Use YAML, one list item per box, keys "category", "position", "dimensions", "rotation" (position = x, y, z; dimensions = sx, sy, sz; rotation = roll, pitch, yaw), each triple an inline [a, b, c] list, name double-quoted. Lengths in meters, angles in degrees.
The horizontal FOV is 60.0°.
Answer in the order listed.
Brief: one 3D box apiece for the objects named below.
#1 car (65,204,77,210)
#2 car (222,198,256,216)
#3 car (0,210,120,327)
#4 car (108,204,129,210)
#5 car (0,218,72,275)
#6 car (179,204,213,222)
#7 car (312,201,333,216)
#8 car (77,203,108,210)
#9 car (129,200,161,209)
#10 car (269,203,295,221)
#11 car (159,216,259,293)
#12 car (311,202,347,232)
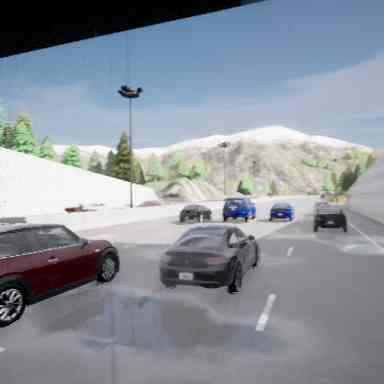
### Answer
- category: "car"
  position: [-15.721, 2.327, 46.808]
  dimensions: [1.895, 1.301, 4.718]
  rotation: [-1, -1, 20]
- category: "car"
  position: [4.237, 1.510, 29.427]
  dimensions: [2.150, 2.045, 5.566]
  rotation: [-1, -1, 20]
- category: "car"
  position: [-3.601, 1.484, 7.677]
  dimensions: [2.097, 1.767, 4.553]
  rotation: [-1, -1, 20]
- category: "car"
  position: [-8.869, 2.226, 45.165]
  dimensions: [1.895, 1.301, 4.718]
  rotation: [-1, -1, 20]
- category: "car"
  position: [-6.218, 1.724, 10.730]
  dimensions: [1.812, 1.442, 4.674]
  rotation: [-1, -1, 20]
- category: "car"
  position: [0.420, 1.836, 29.144]
  dimensions: [1.837, 1.490, 4.892]
  rotation: [-1, -1, 20]
- category: "car"
  position: [14.263, 1.800, 36.588]
  dimensions: [2.033, 1.411, 5.357]
  rotation: [-1, -1, 20]
- category: "car"
  position: [-12.783, 2.192, 44.650]
  dimensions: [1.812, 1.442, 4.674]
  rotation: [-1, -1, 20]
- category: "car"
  position: [-5.777, 1.920, 43.439]
  dimensions: [2.097, 1.767, 4.553]
  rotation: [-1, -1, 20]
- category: "car"
  position: [8.156, 1.726, 29.969]
  dimensions: [1.882, 1.535, 5.008]
  rotation: [-1, -1, 20]
- category: "car"
  position: [0.658, 1.625, 9.166]
  dimensions: [1.812, 1.442, 4.674]
  rotation: [-1, -1, 20]
- category: "car"
  position: [8.834, 1.621, 21.528]
  dimensions: [1.882, 1.535, 5.008]
  rotation: [-1, 0, 20]
